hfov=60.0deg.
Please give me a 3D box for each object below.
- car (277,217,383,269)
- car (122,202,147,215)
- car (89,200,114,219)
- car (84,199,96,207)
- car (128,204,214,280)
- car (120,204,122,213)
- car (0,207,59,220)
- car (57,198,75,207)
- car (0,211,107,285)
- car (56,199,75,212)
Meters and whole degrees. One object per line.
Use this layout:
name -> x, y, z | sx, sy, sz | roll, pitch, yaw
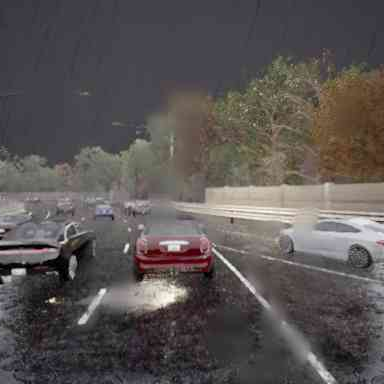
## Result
car -> 5.051, 1.598, 11.454 | 1.812, 1.442, 4.674 | 0, -1, -31
car -> -5.438, 1.757, 33.888 | 2.128, 1.511, 4.902 | 0, -1, -20
car -> -8.483, 1.808, 31.761 | 2.033, 1.411, 5.357 | 0, 0, -17
car -> -18.251, 2.030, 60.679 | 1.812, 1.442, 4.674 | 0, -1, -33
car -> -0.642, 1.432, 10.422 | 2.097, 1.767, 4.553 | 0, 0, -5
car -> -7.121, 1.831, 38.445 | 1.812, 1.442, 4.674 | 0, -1, -20
car -> -8.428, 1.695, 16.507 | 2.033, 1.411, 5.357 | 0, 0, -9
car -> -23.854, 2.017, 62.872 | 1.882, 1.535, 5.008 | 0, -1, -37
car -> -4.086, 1.572, 9.828 | 2.128, 1.511, 4.902 | -1, 0, -5
car -> -14.397, 1.816, 37.881 | 2.128, 1.511, 4.902 | 0, 0, -21
